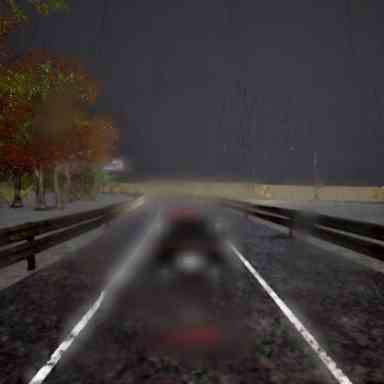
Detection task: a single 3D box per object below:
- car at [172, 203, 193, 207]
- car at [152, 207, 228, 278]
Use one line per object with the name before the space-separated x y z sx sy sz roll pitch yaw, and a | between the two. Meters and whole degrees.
car | -0.722 1.488 25.235 1.895 1.301 4.718 0 0 -3
car | -0.093 1.430 10.085 1.882 1.535 5.008 0 0 -1
